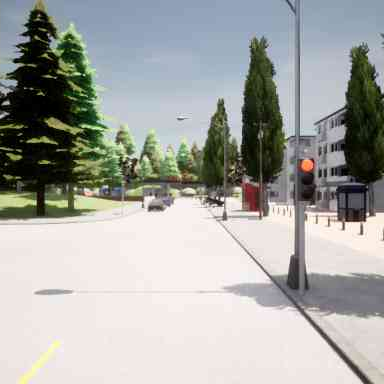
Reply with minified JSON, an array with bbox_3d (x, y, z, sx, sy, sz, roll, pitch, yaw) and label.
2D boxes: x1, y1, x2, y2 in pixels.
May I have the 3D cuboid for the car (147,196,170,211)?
[{"bbox_3d":[-4.172,1.547,40.101,2.033,1.411,5.357,0,0,0],"label":"car"}]

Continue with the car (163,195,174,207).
[{"bbox_3d":[-4.176,1.564,50.039,1.994,1.385,4.181,0,0,0],"label":"car"}]

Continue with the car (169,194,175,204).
[{"bbox_3d":[-4.148,1.505,60.031,1.837,1.490,4.892,0,0,0],"label":"car"}]
